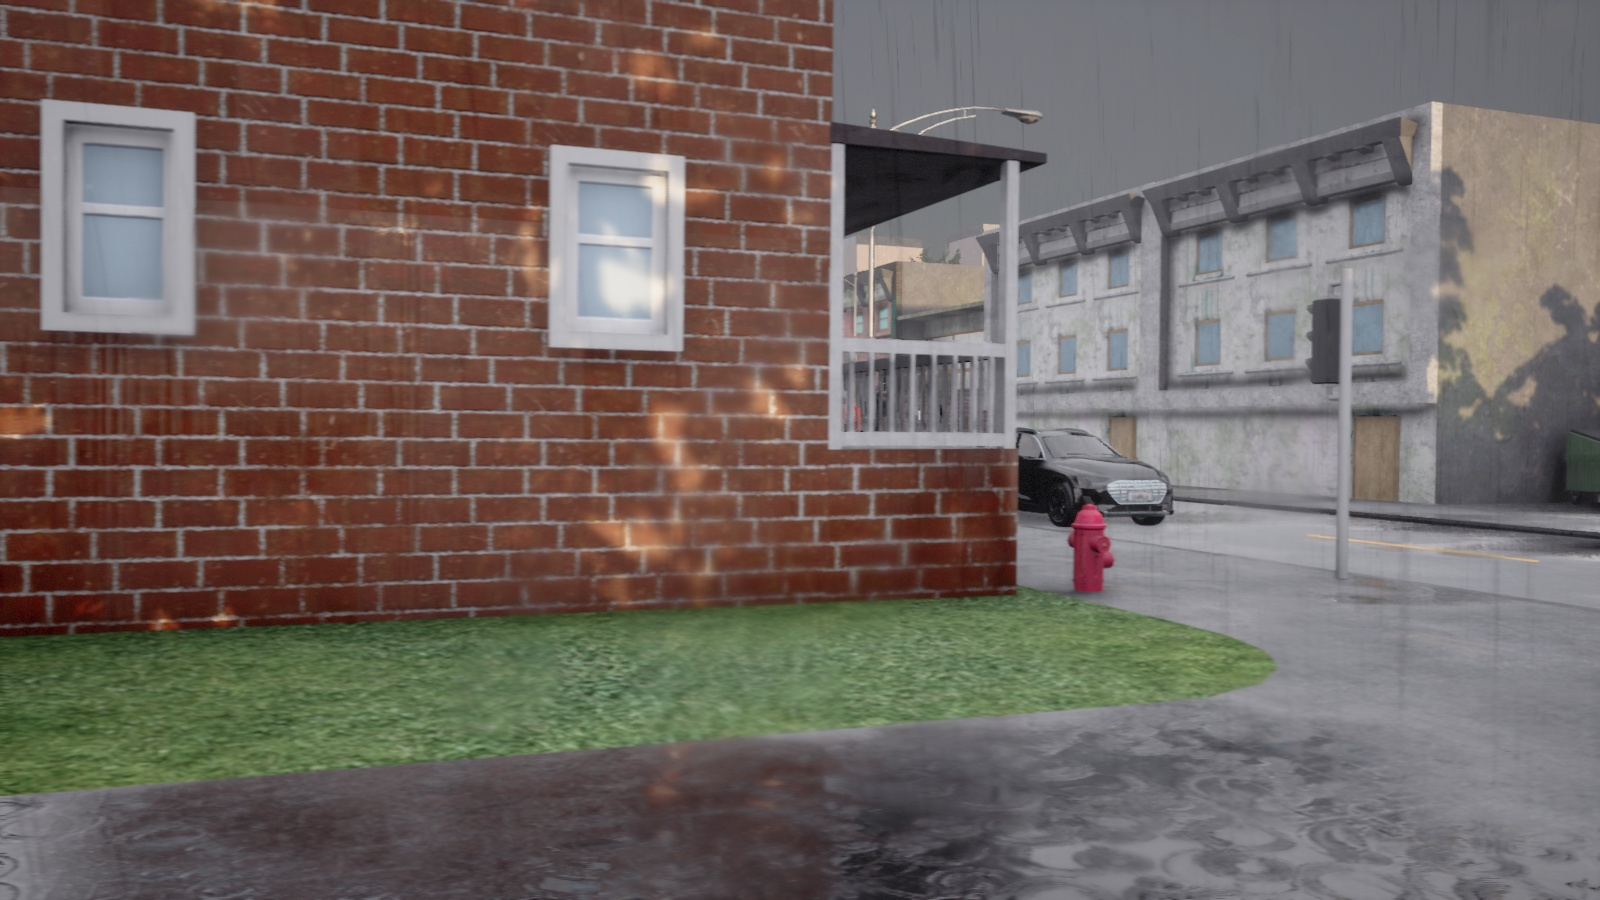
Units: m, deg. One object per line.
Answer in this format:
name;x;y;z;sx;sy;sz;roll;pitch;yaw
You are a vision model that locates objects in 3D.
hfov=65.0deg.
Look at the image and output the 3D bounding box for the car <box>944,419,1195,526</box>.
car;4.582;0.316;22.218;2.033;1.649;4.856;-1;1;-21
